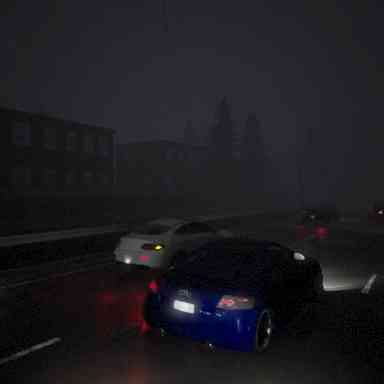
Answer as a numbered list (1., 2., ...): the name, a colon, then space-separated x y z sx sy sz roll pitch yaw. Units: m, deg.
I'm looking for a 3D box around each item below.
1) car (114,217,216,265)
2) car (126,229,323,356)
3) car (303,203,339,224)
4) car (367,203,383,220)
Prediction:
1. car: -0.327 1.525 10.442 1.812 1.442 4.674 0 0 35
2. car: 1.034 1.564 6.270 1.994 1.385 4.181 0 0 35
3. car: 9.617 1.524 24.743 1.812 1.442 4.674 0 0 35
4. car: 15.857 1.562 27.572 1.994 1.385 4.181 0 0 35
